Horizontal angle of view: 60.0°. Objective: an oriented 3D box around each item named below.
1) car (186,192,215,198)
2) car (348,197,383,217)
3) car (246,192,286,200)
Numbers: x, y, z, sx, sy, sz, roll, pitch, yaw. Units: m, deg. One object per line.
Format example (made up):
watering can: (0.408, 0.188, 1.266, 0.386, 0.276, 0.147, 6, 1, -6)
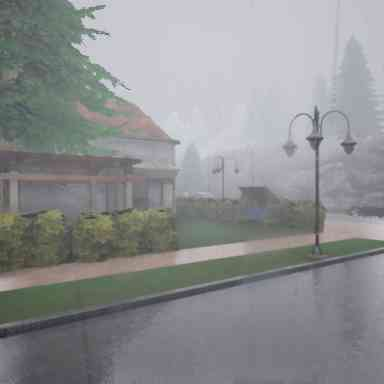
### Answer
car: (1.251, 1.049, 39.237, 2.150, 2.045, 5.566, 0, 0, -35)
car: (14.880, 1.178, 26.455, 2.097, 1.767, 4.553, 0, 0, -35)
car: (7.220, 1.049, 30.841, 2.150, 2.045, 5.566, 0, 0, -35)
